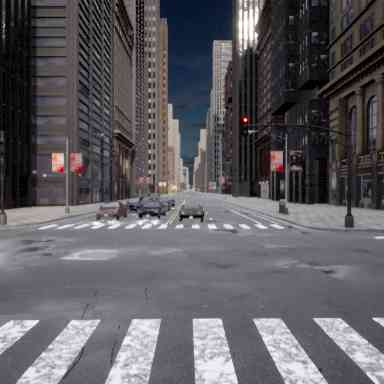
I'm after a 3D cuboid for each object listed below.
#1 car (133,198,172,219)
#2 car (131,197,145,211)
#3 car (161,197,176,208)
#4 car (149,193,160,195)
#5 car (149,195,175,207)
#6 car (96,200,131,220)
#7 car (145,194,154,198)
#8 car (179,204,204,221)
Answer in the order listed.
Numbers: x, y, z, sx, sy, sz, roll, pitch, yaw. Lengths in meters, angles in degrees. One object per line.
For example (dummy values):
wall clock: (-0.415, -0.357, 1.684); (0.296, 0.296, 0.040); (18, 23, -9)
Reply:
car: (-3.381, 1.531, 29.420); (2.033, 1.411, 5.357); (0, 0, 4)
car: (-6.673, 1.577, 37.092); (1.895, 1.301, 4.718); (0, 0, 0)
car: (-3.452, 1.510, 49.712); (2.033, 1.411, 5.357); (0, 0, 0)
car: (-6.677, 1.170, 57.782); (2.150, 2.045, 5.566); (0, 0, 1)
car: (-3.424, 1.466, 39.160); (2.128, 1.511, 4.902); (0, 0, 0)
car: (-6.653, 1.510, 27.984); (1.812, 1.442, 4.674); (0, 0, 0)
car: (-6.693, 1.470, 47.332); (1.837, 1.490, 4.892); (0, 0, 0)
car: (-0.017, 1.586, 26.952); (1.895, 1.301, 4.718); (0, 0, 1)
